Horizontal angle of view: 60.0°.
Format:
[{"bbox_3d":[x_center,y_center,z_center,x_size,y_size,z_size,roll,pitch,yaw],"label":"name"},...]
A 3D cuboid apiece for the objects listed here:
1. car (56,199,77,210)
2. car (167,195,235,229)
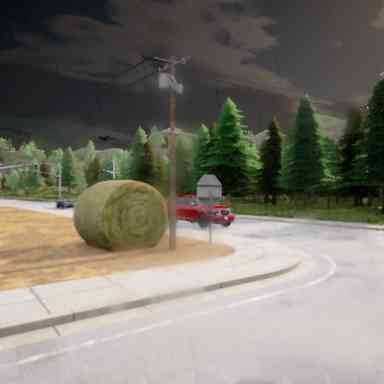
[{"bbox_3d":[-16.424,1.590,43.851,1.994,1.385,4.181,0,0,-38],"label":"car"},{"bbox_3d":[0.393,1.247,22.473,2.150,2.045,5.566,0,0,-38],"label":"car"}]
